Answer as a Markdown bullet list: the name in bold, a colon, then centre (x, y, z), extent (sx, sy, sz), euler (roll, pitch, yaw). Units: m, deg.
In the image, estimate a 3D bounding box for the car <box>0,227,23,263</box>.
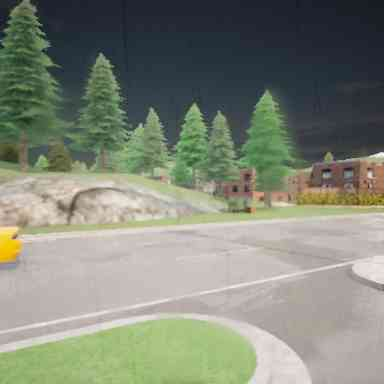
- **car**: centre (-7.394, 1.449, 9.025), extent (5.008, 1.535, 1.882), euler (0, 0, -31)
